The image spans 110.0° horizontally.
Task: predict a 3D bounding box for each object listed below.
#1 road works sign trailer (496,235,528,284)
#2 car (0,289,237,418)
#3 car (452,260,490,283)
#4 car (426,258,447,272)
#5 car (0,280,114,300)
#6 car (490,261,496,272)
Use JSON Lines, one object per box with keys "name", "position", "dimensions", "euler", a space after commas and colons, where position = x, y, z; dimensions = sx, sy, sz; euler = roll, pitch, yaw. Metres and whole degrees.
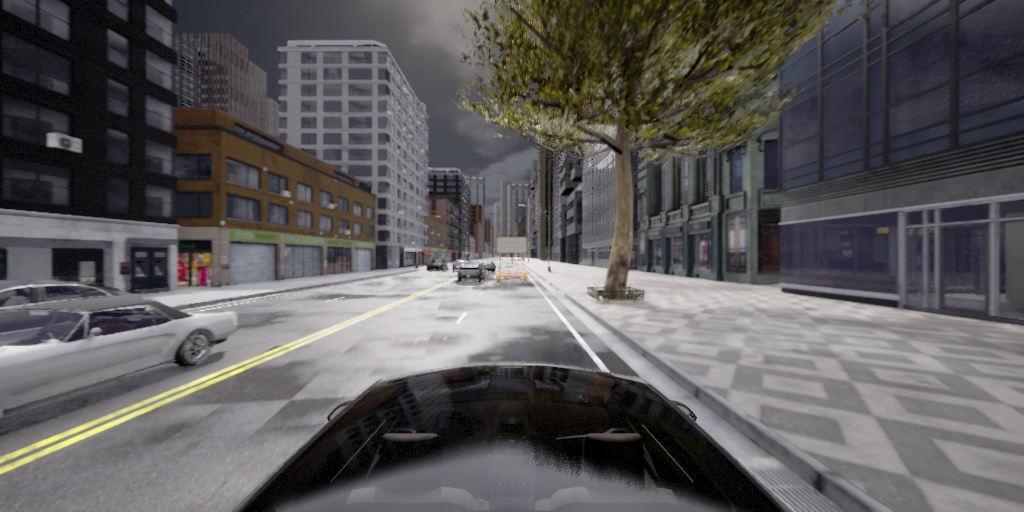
{"name": "road works sign trailer", "position": [0.003, 0.215, 27.118], "dimensions": [2.380, 3.560, 2.880], "euler": [0, 0, 0]}
{"name": "car", "position": [-6.600, 1.350, 5.131], "dimensions": [1.895, 1.301, 4.718], "euler": [0, 0, 0]}
{"name": "car", "position": [-3.147, 1.242, 28.451], "dimensions": [2.128, 1.511, 4.902], "euler": [0, 0, 0]}
{"name": "car", "position": [-9.821, 1.105, 47.231], "dimensions": [2.097, 1.767, 4.553], "euler": [0, 0, 0]}
{"name": "car", "position": [-9.848, 1.241, 6.698], "dimensions": [2.128, 1.511, 4.902], "euler": [0, 0, 0]}
{"name": "car", "position": [-3.146, 1.317, 47.112], "dimensions": [1.994, 1.385, 4.181], "euler": [0, 0, 0]}
